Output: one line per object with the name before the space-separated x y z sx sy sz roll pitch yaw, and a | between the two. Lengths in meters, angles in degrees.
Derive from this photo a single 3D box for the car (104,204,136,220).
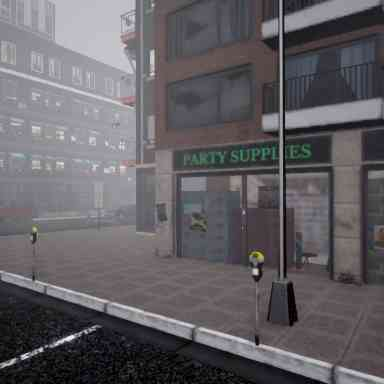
car | -6.737 1.982 33.933 1.837 1.490 4.892 0 -1 35

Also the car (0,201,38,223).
car | -14.946 1.609 26.706 2.192 1.841 5.009 -1 -2 35

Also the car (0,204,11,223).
car | -15.124 1.738 22.257 1.812 1.442 4.674 0 -1 38
